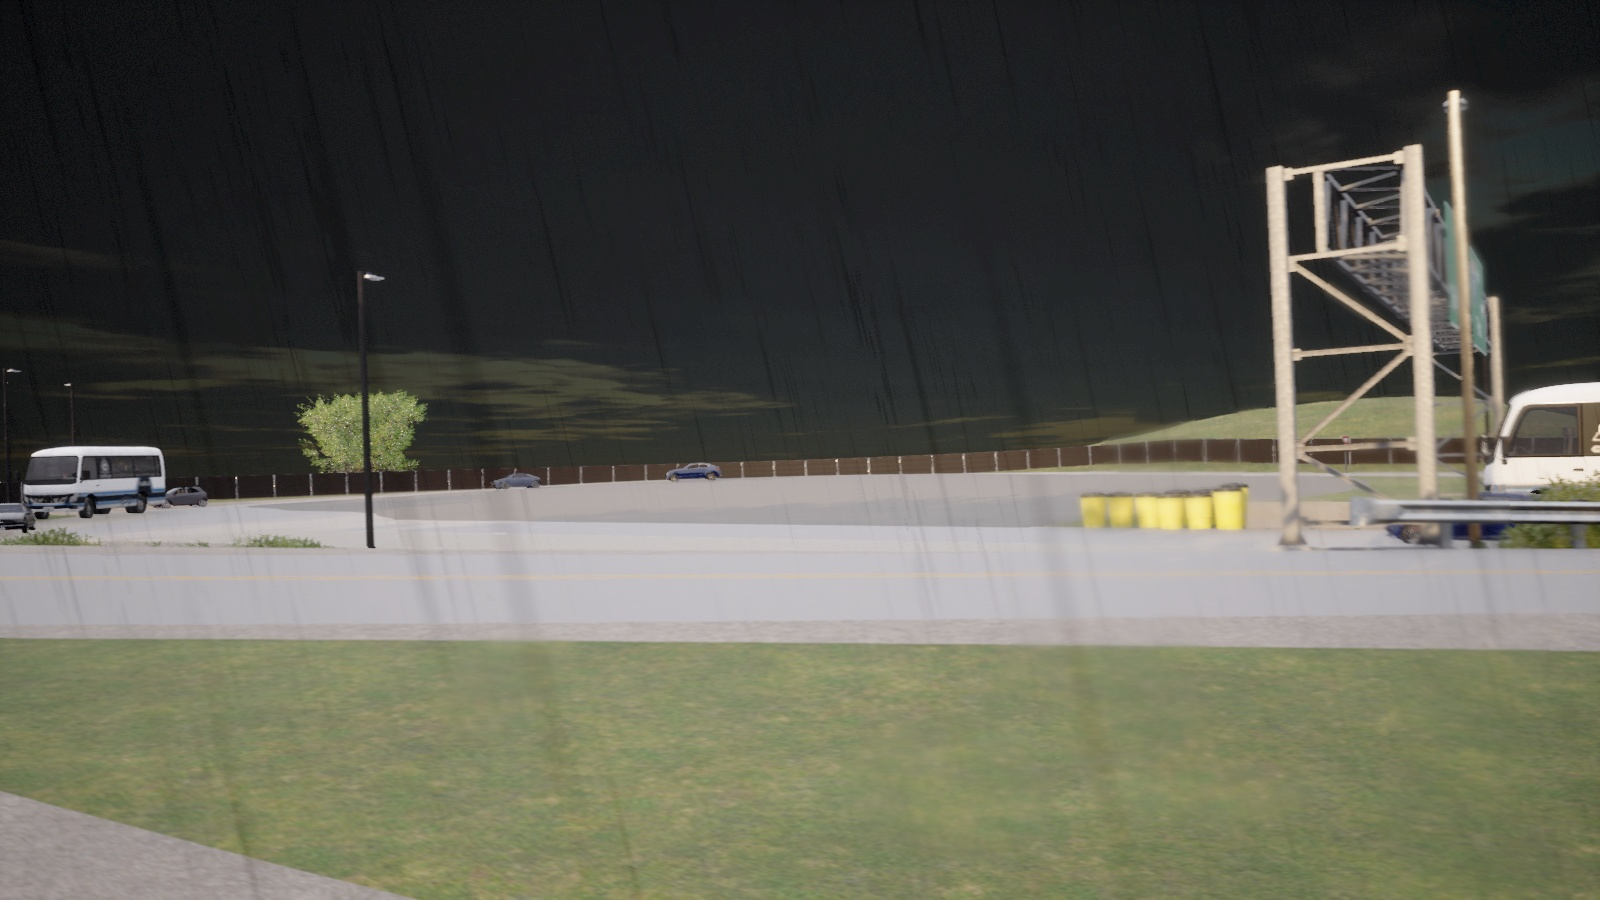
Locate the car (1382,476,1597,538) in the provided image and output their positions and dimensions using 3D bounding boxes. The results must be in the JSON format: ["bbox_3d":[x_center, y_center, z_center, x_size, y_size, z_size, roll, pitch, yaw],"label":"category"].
[{"bbox_3d":[17.663,1.470,32.273,4.674,1.442,1.812,-2,0,32],"label":"car"}]

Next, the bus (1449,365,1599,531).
[{"bbox_3d":[23.074,-0.144,33.022,10.273,4.253,3.944,-2,0,32],"label":"bus"}]

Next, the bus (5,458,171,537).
[{"bbox_3d":[-42.780,2.694,76.075,3.944,4.253,10.273,-2,0,1],"label":"bus"}]

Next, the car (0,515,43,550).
[{"bbox_3d":[-37.904,3.958,60.378,2.033,1.411,5.357,-3,0,-26],"label":"car"}]

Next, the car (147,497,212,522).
[{"bbox_3d":[-44.067,4.230,89.212,1.845,1.501,3.633,-4,-1,43],"label":"car"}]
